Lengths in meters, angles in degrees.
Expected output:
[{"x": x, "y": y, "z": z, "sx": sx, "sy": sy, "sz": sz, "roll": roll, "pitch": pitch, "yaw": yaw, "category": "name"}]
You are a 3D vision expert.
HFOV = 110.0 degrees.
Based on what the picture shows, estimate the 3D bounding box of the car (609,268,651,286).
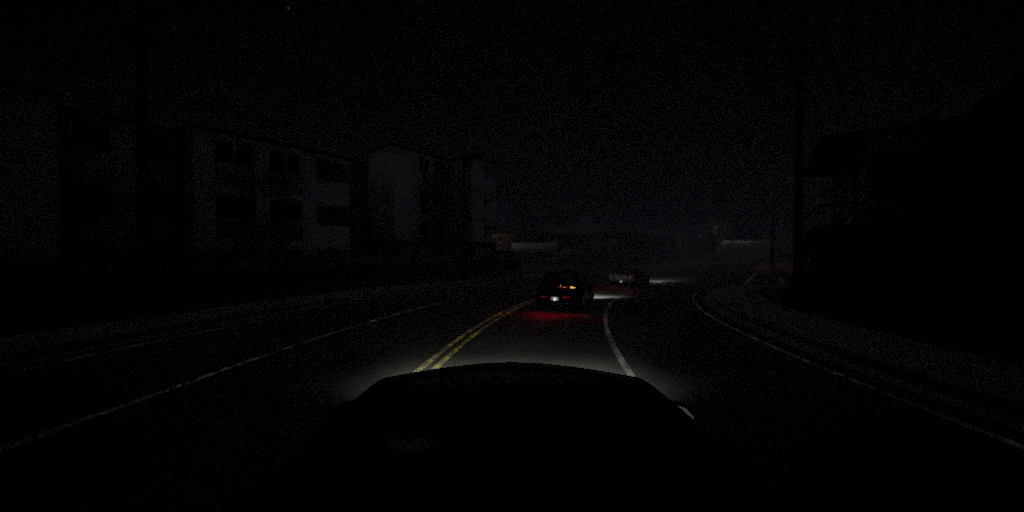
[{"x": 9.369, "y": 1.614, "z": 28.202, "sx": 1.895, "sy": 1.301, "sz": 4.718, "roll": 1, "pitch": 0, "yaw": 37, "category": "car"}]

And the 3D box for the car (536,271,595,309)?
[{"x": 2.392, "y": 1.366, "z": 15.573, "sx": 1.837, "sy": 1.490, "sz": 4.892, "roll": 0, "pitch": -1, "yaw": 19, "category": "car"}]
